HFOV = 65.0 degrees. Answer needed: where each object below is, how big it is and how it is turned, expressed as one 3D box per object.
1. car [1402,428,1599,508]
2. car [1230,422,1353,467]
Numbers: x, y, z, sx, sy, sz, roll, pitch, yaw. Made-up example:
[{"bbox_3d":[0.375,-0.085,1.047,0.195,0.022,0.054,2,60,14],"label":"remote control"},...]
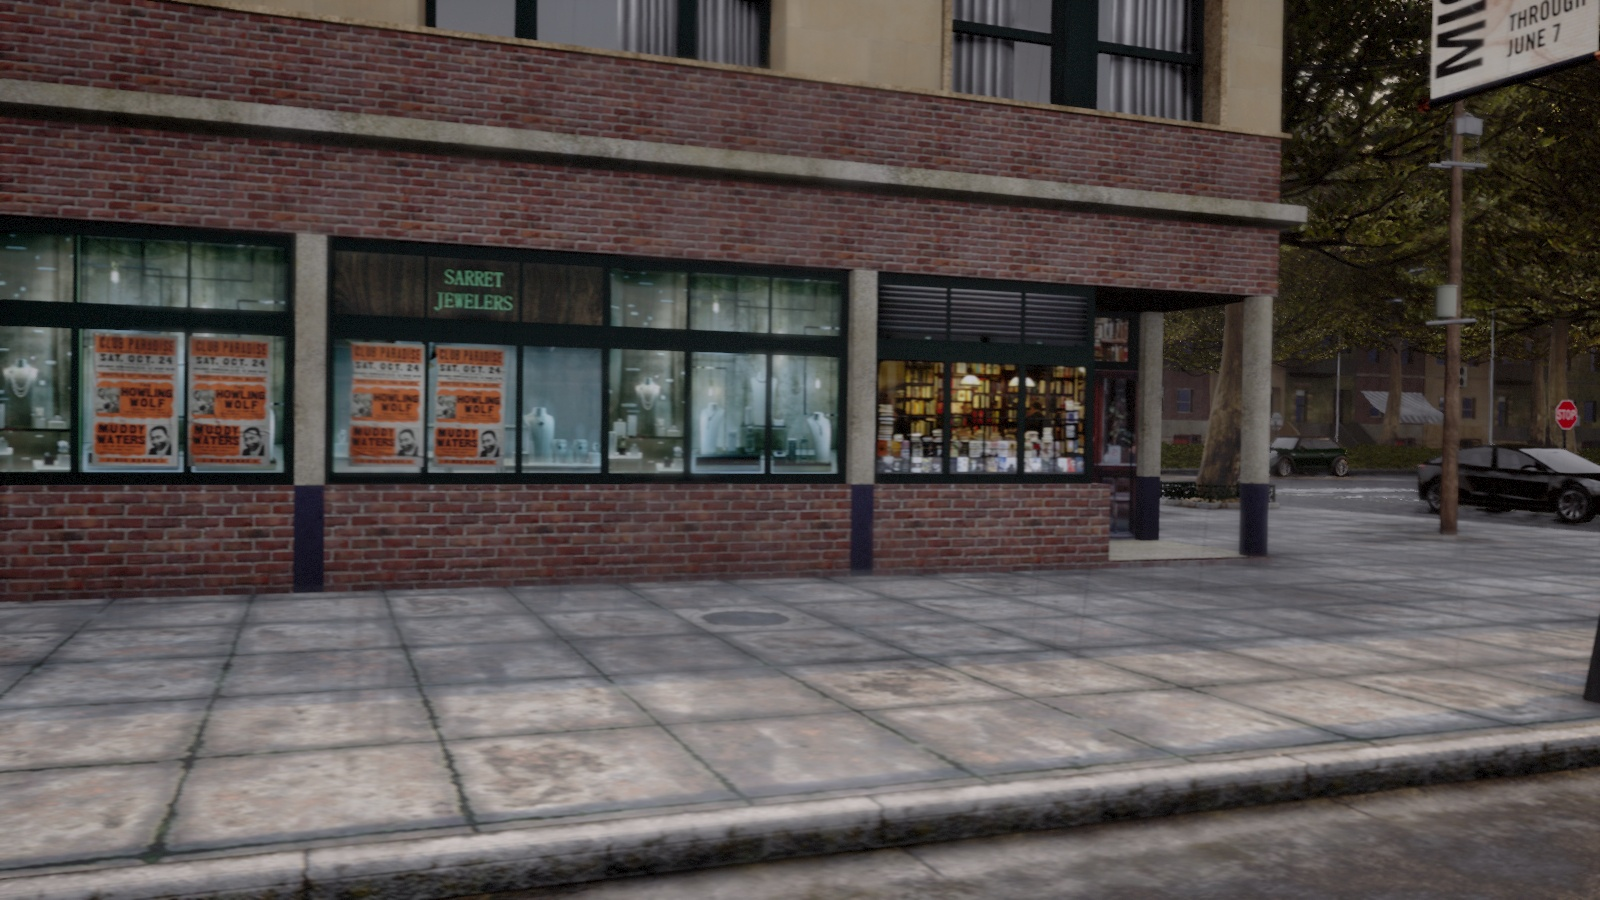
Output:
[{"bbox_3d":[15.168,0.301,25.855,2.163,1.488,4.792,-1,1,-22],"label":"car"},{"bbox_3d":[20.108,-0.260,51.405,4.553,1.767,2.097,-1,1,-24],"label":"car"}]
